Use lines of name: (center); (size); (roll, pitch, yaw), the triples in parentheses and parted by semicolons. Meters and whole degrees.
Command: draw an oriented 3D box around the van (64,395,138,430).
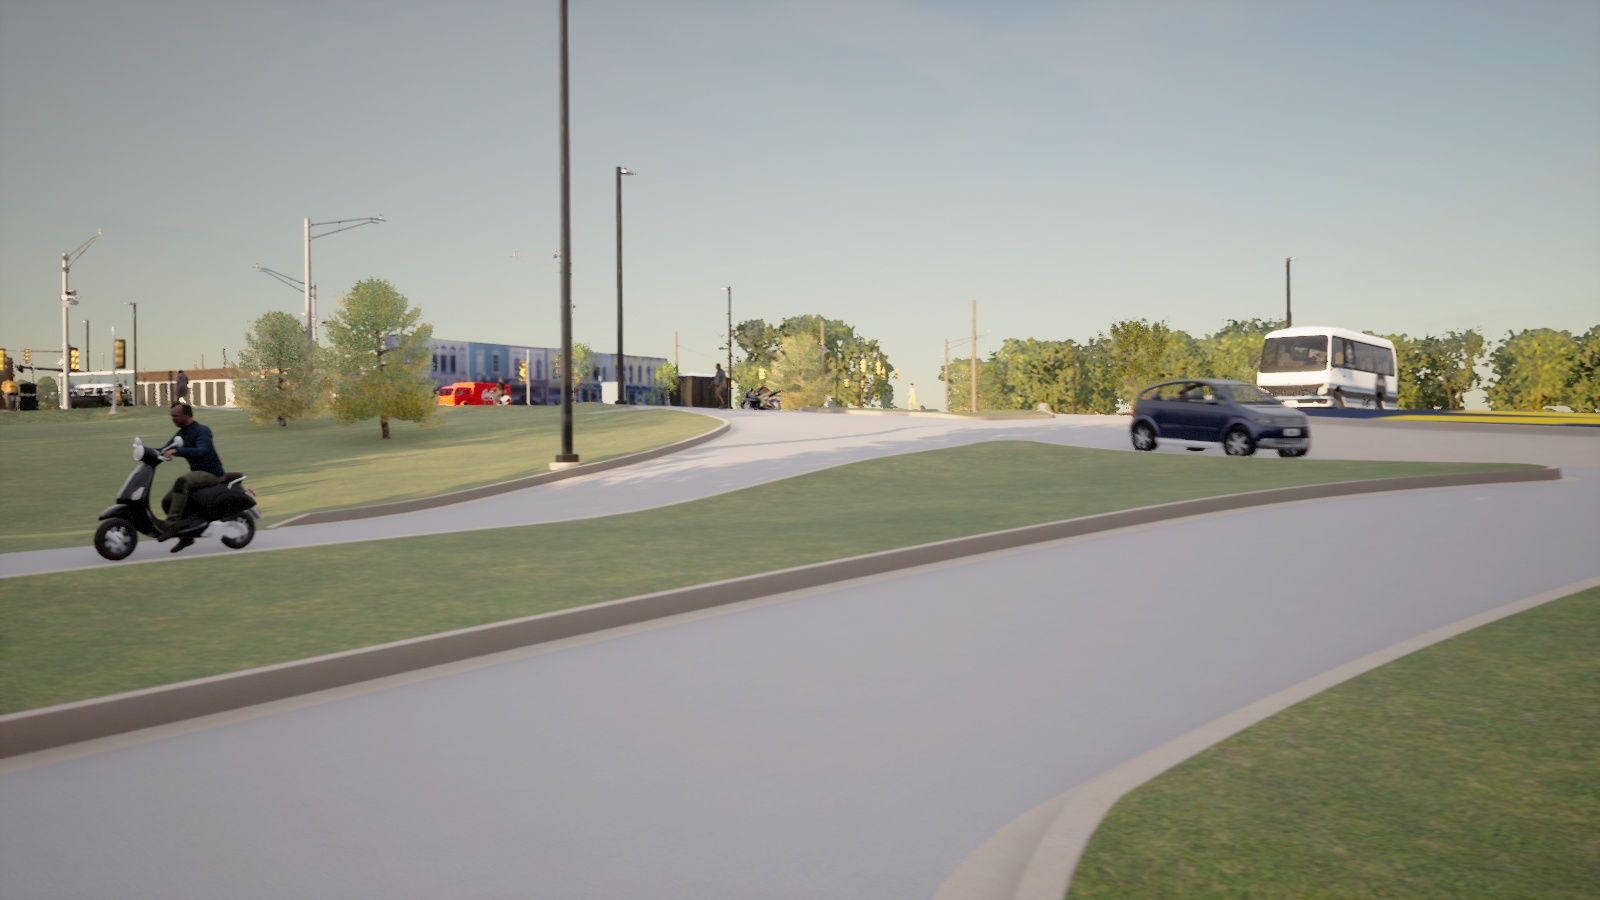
van: (-43.029, -2.282, 77.296); (4.480, 2.038, 2.069); (-1, 0, 32)

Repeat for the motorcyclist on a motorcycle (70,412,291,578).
motorcyclist on a motorcycle: (-6.401, 0.416, 13.079); (0.866, 1.590, 1.817); (-1, 1, 33)

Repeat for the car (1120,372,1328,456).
car: (8.460, -0.791, 25.358); (1.789, 1.549, 3.705); (-2, 4, -29)

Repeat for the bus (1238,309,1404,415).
bus: (24.564, -3.919, 58.829); (3.944, 4.253, 10.273); (-1, 0, 42)

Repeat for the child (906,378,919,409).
child: (4.680, -2.334, 52.078); (0.437, 1.263, 0.270); (-2, 0, -33)

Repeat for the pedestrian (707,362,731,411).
pedestrian: (-3.059, -2.403, 47.644); (0.694, 1.848, 0.540); (-2, 0, -29)

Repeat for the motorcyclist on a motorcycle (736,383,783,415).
motorcyclist on a motorcycle: (-2.029, -2.539, 62.747); (2.191, 1.530, 0.866); (1, 1, 22)

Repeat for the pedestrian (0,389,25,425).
pedestrian: (-41.041, -2.219, 65.271); (0.900, 1.855, 0.874); (-1, 0, 18)

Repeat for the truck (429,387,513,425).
truck: (-22.708, -3.003, 86.796); (2.627, 2.467, 5.204); (-1, 0, 32)

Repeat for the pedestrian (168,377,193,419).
pedestrian: (-29.522, -2.451, 59.814); (0.873, 1.952, 0.659); (-1, 0, 32)
